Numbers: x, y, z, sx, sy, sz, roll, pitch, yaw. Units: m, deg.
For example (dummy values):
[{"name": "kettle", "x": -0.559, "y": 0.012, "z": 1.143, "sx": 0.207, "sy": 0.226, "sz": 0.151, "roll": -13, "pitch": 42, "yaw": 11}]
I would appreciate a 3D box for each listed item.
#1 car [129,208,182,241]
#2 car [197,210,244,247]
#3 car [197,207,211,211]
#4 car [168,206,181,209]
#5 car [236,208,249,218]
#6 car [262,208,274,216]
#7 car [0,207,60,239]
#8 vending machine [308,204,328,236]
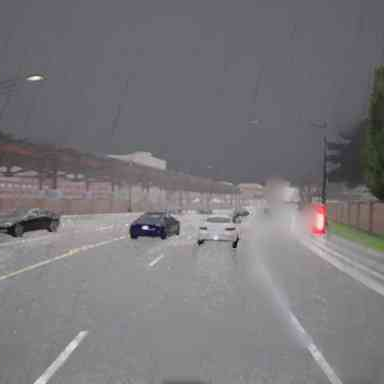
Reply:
[{"name": "car", "x": -1.922, "y": 1.824, "z": 18.564, "sx": 1.994, "sy": 1.385, "sz": 4.181, "roll": 1, "pitch": -2, "yaw": 11}, {"name": "car", "x": 1.460, "y": 1.810, "z": 16.526, "sx": 1.812, "sy": 1.442, "sz": 4.674, "roll": 1, "pitch": -2, "yaw": 11}, {"name": "car", "x": 2.254, "y": 3.419, "z": 59.442, "sx": 1.994, "sy": 1.385, "sz": 4.181, "roll": 1, "pitch": -2, "yaw": 17}, {"name": "car", "x": -2.991, "y": 3.028, "z": 54.124, "sx": 1.837, "sy": 1.490, "sz": 4.892, "roll": 1, "pitch": -2, "yaw": 17}, {"name": "car", "x": 7.583, "y": 3.264, "z": 51.739, "sx": 2.033, "sy": 1.411, "sz": 5.357, "roll": 1, "pitch": -2, "yaw": 18}, {"name": "car", "x": 14.275, "y": 3.798, "z": 62.628, "sx": 1.837, "sy": 1.490, "sz": 4.892, "roll": 1, "pitch": -2, "yaw": 16}, {"name": "car", "x": -9.069, "y": 1.569, "z": 17.969, "sx": 2.128, "sy": 1.511, "sz": 4.902, "roll": 1, "pitch": -2, "yaw": 10}, {"name": "vending machine", "x": 8.563, "y": 1.883, "z": 22.594, "sx": 1.100, "sy": 2.100, "sz": 0.880, "roll": 2, "pitch": -1, "yaw": 14}]
